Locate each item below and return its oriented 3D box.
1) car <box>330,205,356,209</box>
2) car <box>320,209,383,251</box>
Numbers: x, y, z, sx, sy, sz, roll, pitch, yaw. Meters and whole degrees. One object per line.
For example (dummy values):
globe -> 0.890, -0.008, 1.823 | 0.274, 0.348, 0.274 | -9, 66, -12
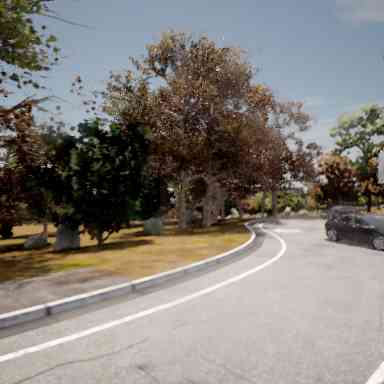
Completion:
car -> 16.050, 2.241, 36.063 | 4.892, 1.490, 1.837 | 2, -2, -26
car -> 8.425, 1.803, 15.836 | 1.837, 1.490, 4.892 | 0, 0, -17
